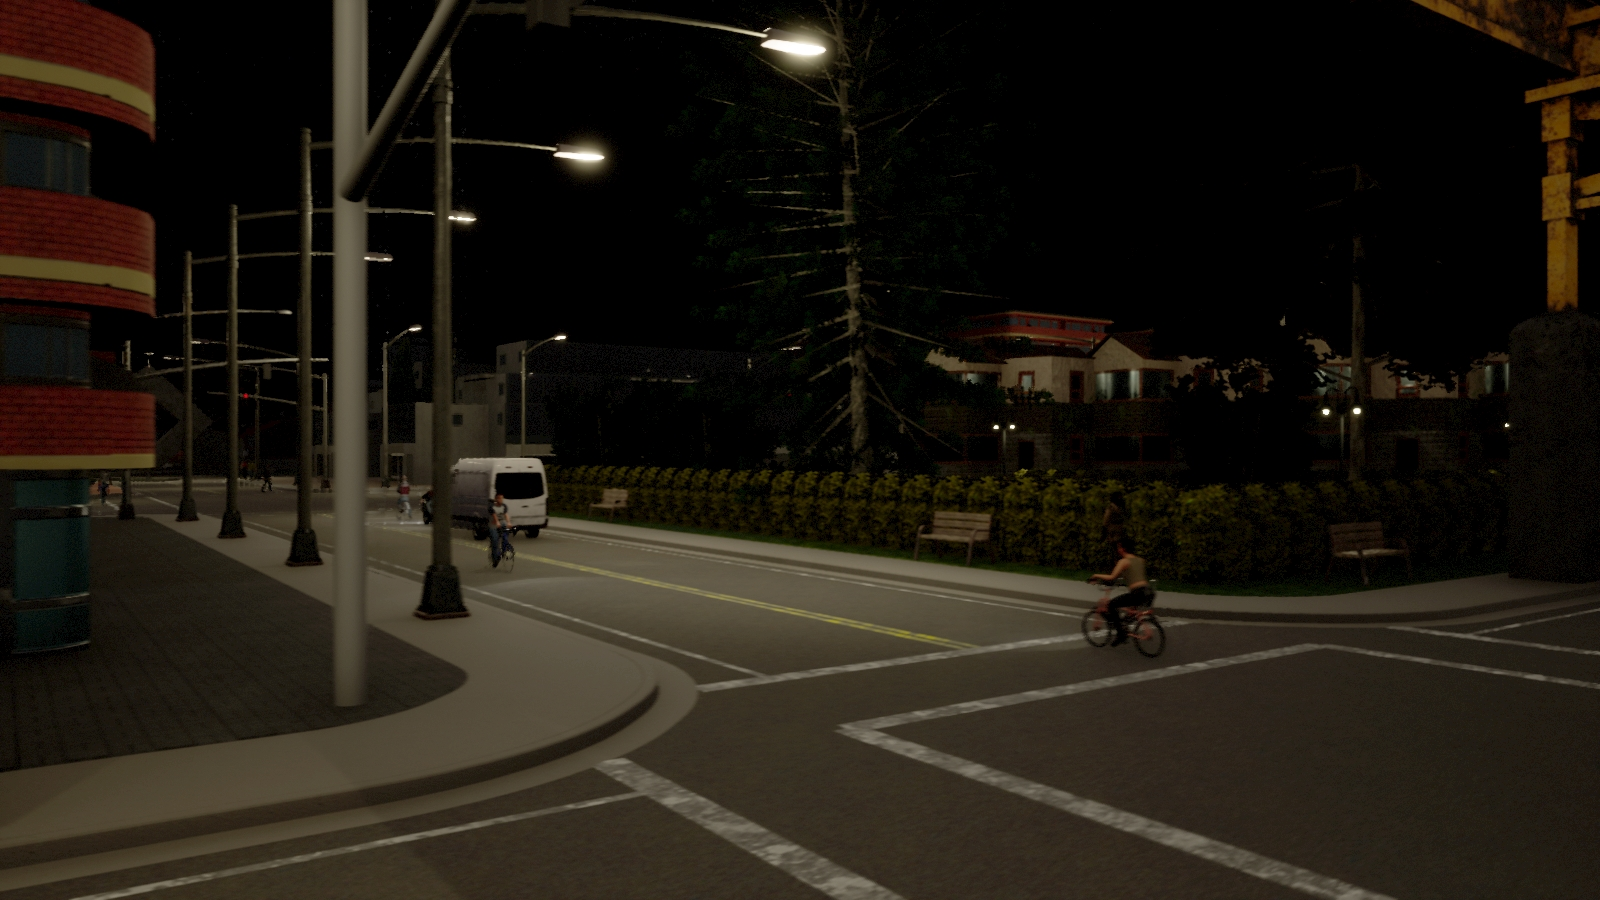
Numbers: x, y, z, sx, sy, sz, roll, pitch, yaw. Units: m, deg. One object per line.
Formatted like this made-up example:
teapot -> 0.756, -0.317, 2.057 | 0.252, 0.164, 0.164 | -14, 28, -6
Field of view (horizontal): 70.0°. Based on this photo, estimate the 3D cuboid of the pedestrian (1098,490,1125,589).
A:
pedestrian -> 5.963, 1.699, 21.861 | 0.375, 1.860, 0.375 | 0, 0, 40

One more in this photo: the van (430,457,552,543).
van -> -10.220, 1.534, 37.411 | 1.988, 2.561, 5.915 | 0, 0, -35

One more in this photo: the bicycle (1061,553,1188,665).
bicycle -> 4.447, 2.145, 15.749 | 0.859, 1.301, 1.487 | -1, 0, -31

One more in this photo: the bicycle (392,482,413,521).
bicycle -> -15.851, 2.047, 45.573 | 0.329, 1.496, 1.835 | 0, 0, -34

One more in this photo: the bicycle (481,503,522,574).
bicycle -> -6.954, 2.043, 26.565 | 0.373, 1.521, 1.643 | 0, 0, -35
